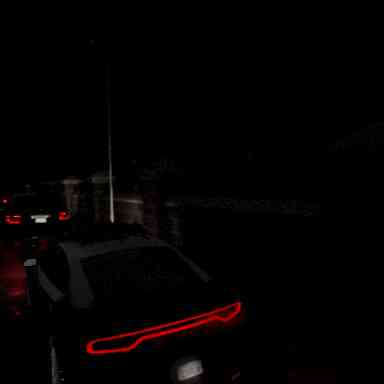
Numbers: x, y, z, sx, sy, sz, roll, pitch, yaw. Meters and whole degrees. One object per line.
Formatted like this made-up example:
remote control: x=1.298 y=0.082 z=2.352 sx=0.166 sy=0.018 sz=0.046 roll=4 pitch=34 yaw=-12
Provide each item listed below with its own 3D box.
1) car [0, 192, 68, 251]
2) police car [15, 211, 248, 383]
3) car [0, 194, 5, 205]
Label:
car: x=-6.494 y=1.029 z=13.571 sx=2.150 sy=2.045 sz=5.566 roll=-3 pitch=2 yaw=-31
police car: x=-1.359 y=1.312 z=5.086 sx=1.930 sy=1.638 sz=5.238 roll=-3 pitch=2 yaw=-31
car: x=-27.926 y=1.095 z=47.330 sx=1.994 sy=1.385 sz=4.181 roll=-3 pitch=2 yaw=-31
